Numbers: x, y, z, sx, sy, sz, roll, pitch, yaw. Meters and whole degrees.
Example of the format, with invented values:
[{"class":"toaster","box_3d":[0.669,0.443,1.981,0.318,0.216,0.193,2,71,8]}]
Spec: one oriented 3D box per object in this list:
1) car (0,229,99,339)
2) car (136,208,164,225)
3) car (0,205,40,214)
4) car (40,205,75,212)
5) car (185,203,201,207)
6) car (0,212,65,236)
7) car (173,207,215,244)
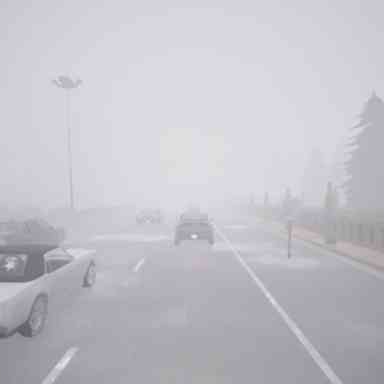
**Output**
[{"class":"car","box_3d":[-3.397,1.699,6.759,1.895,1.301,4.718,0,-1,0]},{"class":"car","box_3d":[-3.388,2.015,27.825,1.895,1.301,4.718,0,-1,0]},{"class":"car","box_3d":[-17.570,2.072,35.184,2.033,1.411,5.357,0,-1,0]},{"class":"car","box_3d":[-14.065,2.096,35.712,1.994,1.385,4.181,0,-1,0]},{"class":"car","box_3d":[0.117,2.084,38.974,1.837,1.490,4.892,0,-1,0]},{"class":"car","box_3d":[-6.894,1.748,13.486,2.033,1.411,5.357,0,-1,0]},{"class":"car","box_3d":[0.107,1.762,17.252,1.837,1.490,4.892,0,-1,0]}]
